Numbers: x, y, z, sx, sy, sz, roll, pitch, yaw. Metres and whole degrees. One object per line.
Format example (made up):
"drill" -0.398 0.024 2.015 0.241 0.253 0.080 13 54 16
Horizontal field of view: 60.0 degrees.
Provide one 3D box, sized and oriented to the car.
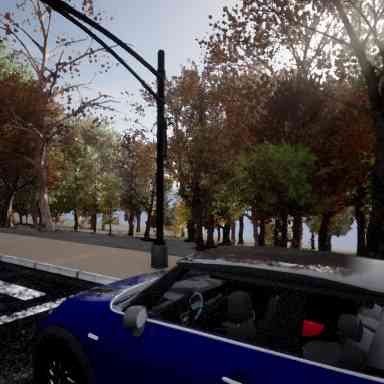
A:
"car" 0.432 1.352 3.349 4.553 1.767 2.097 0 0 34
